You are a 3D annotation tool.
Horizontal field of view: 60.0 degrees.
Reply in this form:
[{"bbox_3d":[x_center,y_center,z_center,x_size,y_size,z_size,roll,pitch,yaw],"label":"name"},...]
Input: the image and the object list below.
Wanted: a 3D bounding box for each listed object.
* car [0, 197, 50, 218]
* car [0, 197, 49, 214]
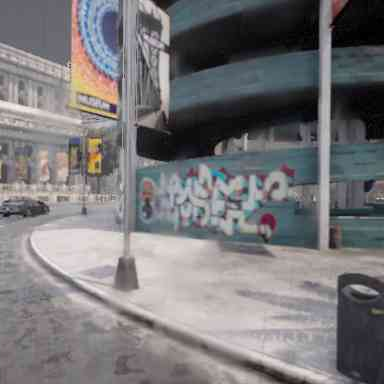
[{"bbox_3d":[-13.909,1.355,27.822,2.033,1.411,5.357,1,0,2],"label":"car"},{"bbox_3d":[-16.705,1.260,33.300,2.128,1.511,4.902,0,0,8],"label":"car"}]
